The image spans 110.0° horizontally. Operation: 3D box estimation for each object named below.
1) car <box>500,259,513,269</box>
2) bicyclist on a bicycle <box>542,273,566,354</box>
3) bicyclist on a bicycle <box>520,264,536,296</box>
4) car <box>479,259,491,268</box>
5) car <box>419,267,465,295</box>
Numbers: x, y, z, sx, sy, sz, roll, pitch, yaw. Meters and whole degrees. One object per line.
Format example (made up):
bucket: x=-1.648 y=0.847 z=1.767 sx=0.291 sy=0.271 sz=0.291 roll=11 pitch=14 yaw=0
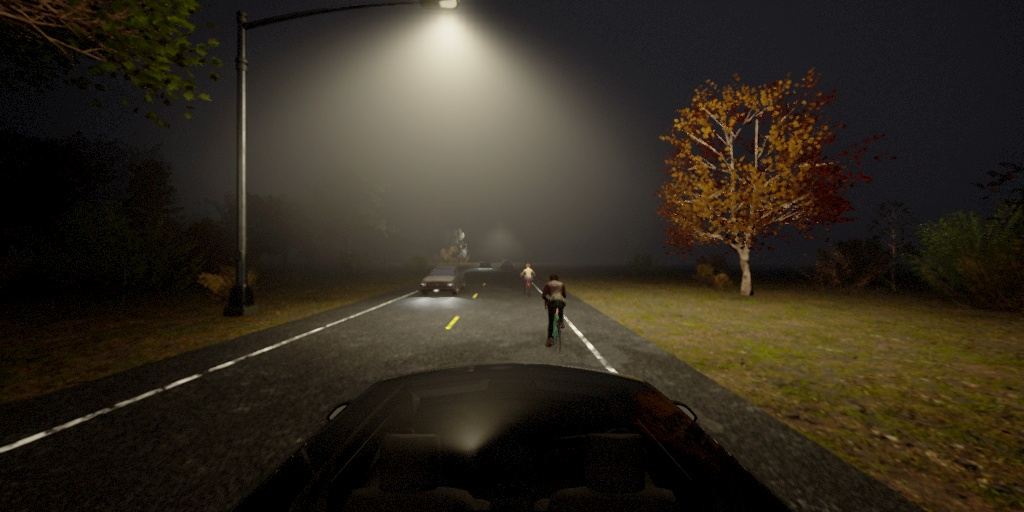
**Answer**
car: x=-0.844 y=1.314 z=58.437 sx=1.812 sy=1.442 sz=4.674 roll=0 pitch=0 yaw=-1
bicyclist on a bicycle: x=0.937 y=1.208 z=7.848 sx=0.582 sy=1.620 sz=1.656 roll=0 pitch=0 yaw=0
bicyclist on a bicycle: x=0.818 y=1.199 z=18.224 sx=0.866 sy=1.612 sz=1.509 roll=0 pitch=0 yaw=0
car: x=-4.587 y=1.281 z=62.343 sx=2.128 sy=1.511 sz=4.902 roll=0 pitch=0 yaw=-1
car: x=-3.740 y=1.312 z=20.207 sx=2.033 sy=1.411 sz=5.357 roll=0 pitch=0 yaw=-1
